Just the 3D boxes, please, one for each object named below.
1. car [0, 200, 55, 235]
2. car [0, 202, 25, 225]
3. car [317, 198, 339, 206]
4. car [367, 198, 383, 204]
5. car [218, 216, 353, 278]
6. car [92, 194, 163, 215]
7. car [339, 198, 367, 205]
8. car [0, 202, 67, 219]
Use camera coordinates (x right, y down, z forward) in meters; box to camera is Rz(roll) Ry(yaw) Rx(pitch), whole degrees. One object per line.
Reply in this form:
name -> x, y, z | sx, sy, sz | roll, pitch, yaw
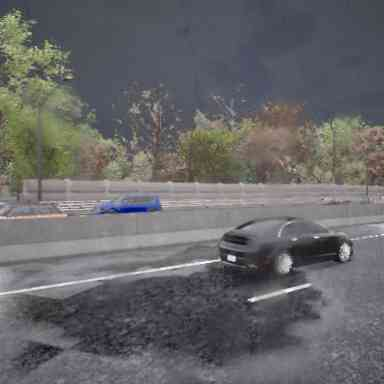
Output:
car -> -10.163, 1.352, 18.238 | 4.553, 1.767, 2.097 | 0, 0, -35
car -> -14.366, 1.491, 22.813 | 4.902, 1.511, 2.128 | 0, 0, -39
car -> 20.138, 1.551, 48.416 | 4.674, 1.442, 1.812 | 0, 0, -35
car -> 25.632, 1.505, 43.743 | 5.008, 1.535, 1.882 | 1, 0, -35
car -> 3.020, 1.505, 10.201 | 4.892, 1.490, 1.837 | 0, 0, -35
car -> -4.980, 1.223, 26.238 | 5.566, 2.045, 2.150 | 0, 0, -35
car -> 23.373, 1.575, 46.425 | 5.357, 1.411, 2.033 | 0, 0, -35
car -> -8.106, 1.352, 15.406 | 4.553, 1.767, 2.097 | 0, 0, -35
